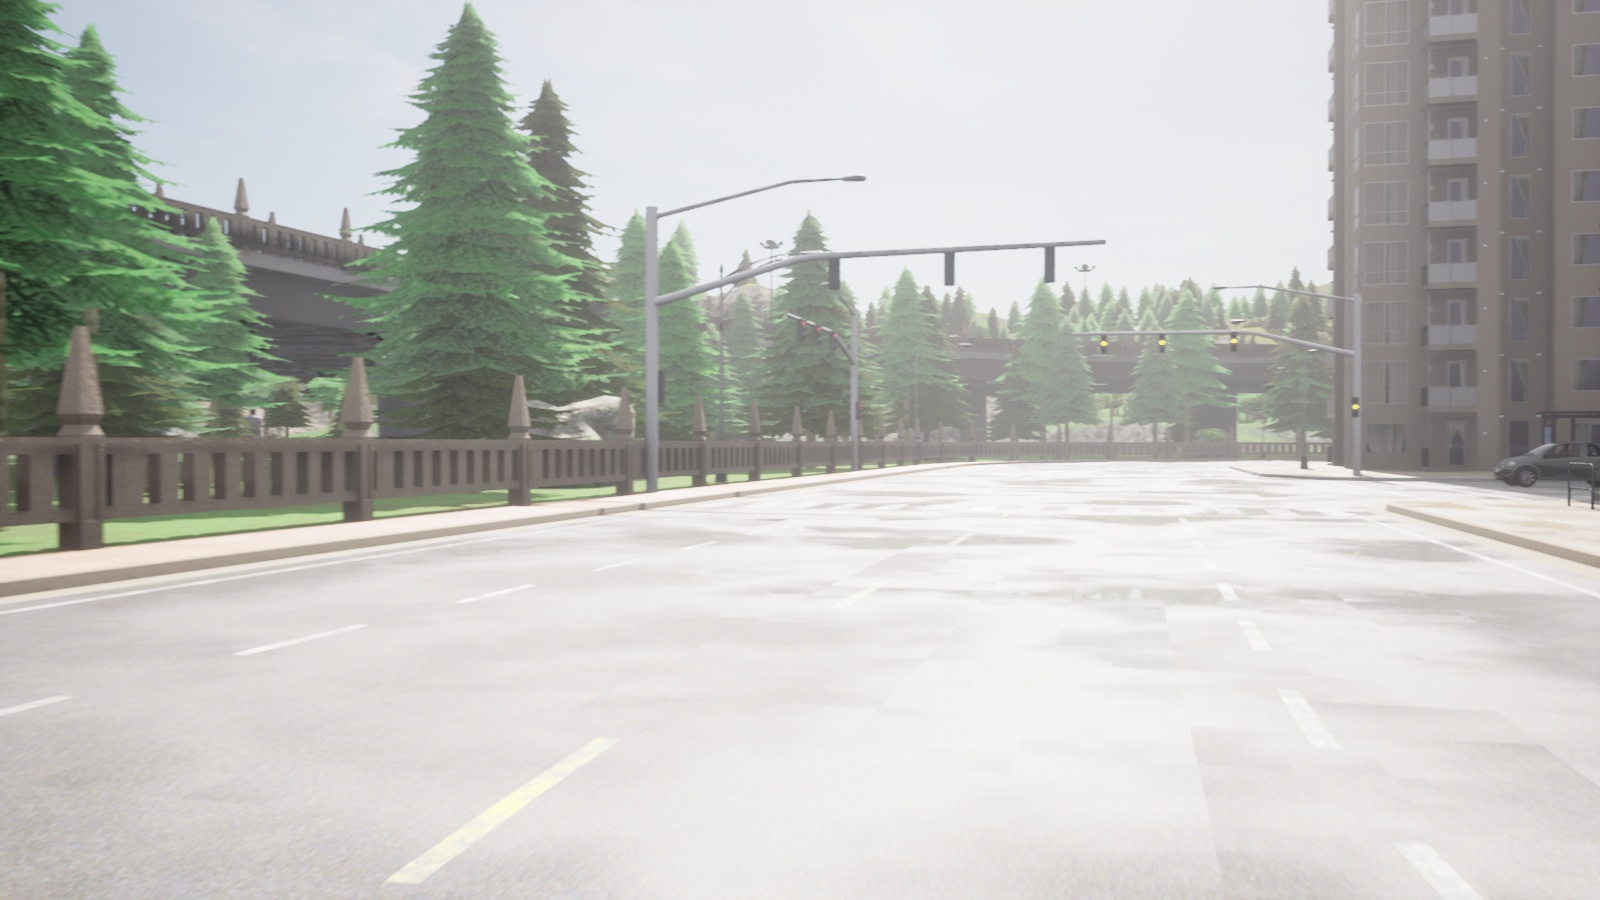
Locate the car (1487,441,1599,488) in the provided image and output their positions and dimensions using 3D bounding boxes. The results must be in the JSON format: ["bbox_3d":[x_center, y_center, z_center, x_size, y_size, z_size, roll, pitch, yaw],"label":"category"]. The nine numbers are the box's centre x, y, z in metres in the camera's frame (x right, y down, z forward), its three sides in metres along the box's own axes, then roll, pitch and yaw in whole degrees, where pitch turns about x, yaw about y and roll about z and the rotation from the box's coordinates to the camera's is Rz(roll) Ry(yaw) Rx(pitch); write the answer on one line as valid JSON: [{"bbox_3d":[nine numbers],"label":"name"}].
[{"bbox_3d":[26.855,0.501,44.582,3.988,1.617,1.851,0,0,14],"label":"car"}]
